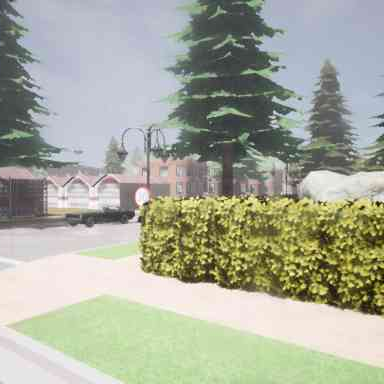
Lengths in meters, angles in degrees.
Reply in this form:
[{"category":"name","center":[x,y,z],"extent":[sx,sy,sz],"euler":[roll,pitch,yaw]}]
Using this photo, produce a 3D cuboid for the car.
[{"category":"car","center":[-6.114,1.567,22.340],"extent":[1.895,1.301,4.718],"euler":[0,0,35]}]
